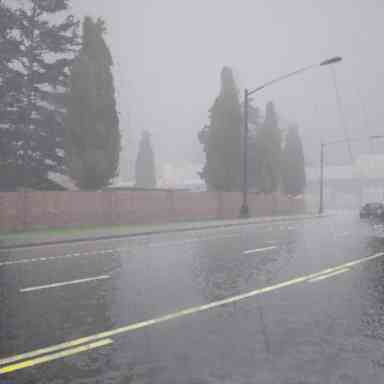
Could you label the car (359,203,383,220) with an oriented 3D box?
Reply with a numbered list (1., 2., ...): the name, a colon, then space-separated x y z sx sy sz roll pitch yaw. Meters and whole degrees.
1. car: 17.907 1.830 32.793 2.097 1.767 4.553 0 -2 34
